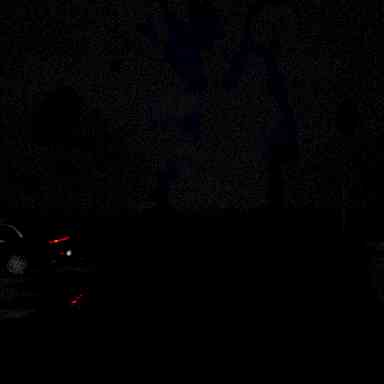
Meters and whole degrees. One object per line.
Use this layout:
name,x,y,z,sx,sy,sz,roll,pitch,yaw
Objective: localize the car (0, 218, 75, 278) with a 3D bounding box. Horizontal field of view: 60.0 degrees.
car,-5.980,1.549,9.707,4.892,1.490,1.837,-1,0,1
